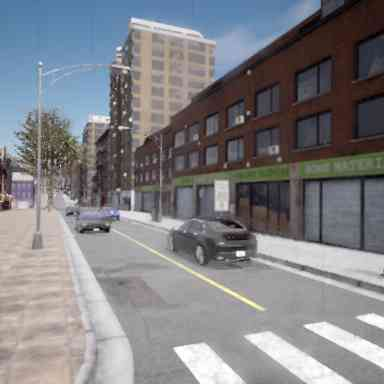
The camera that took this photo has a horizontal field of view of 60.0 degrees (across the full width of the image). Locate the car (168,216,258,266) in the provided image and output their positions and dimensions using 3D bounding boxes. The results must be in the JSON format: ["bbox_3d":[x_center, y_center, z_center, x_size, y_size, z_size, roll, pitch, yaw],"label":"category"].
[{"bbox_3d":[0.571,1.678,12.431,1.837,1.490,4.892,1,-1,-23],"label":"car"}]

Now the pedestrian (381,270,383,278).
[{"bbox_3d":[5.142,1.266,8.412,0.375,1.860,0.375,0,0,-23],"label":"pedestrian"}]

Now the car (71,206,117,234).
[{"bbox_3d":[-6.651,1.883,22.088,2.033,1.411,5.357,1,-1,-23],"label":"car"}]

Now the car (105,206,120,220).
[{"bbox_3d":[-8.857,2.170,35.051,2.033,1.411,5.357,1,-1,-23],"label":"car"}]

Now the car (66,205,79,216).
[{"bbox_3d":[-15.222,2.338,42.916,2.033,1.411,5.357,1,-2,-23],"label":"car"}]
